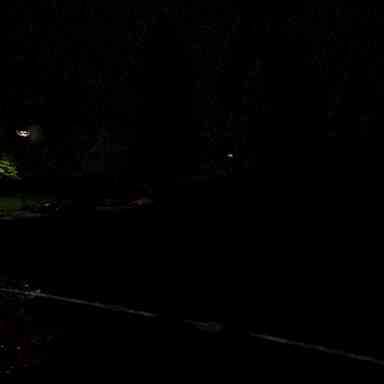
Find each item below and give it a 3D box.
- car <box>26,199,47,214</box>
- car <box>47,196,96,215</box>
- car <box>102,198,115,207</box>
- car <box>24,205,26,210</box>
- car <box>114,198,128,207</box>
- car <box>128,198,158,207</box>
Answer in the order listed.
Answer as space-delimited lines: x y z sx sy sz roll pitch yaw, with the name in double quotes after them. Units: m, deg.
-17.199 1.933 40.224 1.994 1.385 4.181 -1 0 25 "car"
-13.767 1.550 39.313 2.150 2.045 5.566 -1 -1 25 "car"
-14.591 1.919 61.836 1.882 1.535 5.008 -1 0 25 "car"
-19.203 1.760 44.167 2.097 1.767 4.553 -1 0 25 "car"
-11.390 2.048 60.411 1.895 1.301 4.718 -1 0 25 "car"
-8.488 1.829 58.385 1.882 1.535 5.008 -1 -1 26 "car"
